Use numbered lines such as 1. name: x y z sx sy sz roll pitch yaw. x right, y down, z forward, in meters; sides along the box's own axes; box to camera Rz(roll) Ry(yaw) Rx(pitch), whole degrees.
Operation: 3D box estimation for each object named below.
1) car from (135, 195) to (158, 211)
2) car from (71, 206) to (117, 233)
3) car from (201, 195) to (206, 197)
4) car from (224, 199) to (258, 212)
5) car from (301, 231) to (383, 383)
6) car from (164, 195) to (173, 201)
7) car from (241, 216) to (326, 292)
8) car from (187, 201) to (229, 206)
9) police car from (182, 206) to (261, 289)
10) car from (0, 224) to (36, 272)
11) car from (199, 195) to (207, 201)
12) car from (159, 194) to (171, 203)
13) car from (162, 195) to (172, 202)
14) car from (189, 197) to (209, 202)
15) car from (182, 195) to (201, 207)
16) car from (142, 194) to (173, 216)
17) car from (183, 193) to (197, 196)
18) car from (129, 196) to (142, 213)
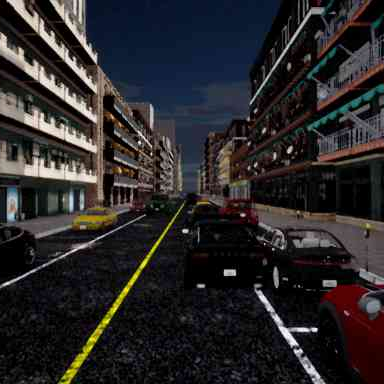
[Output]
1. car: -5.701 1.299 42.491 2.192 1.841 5.009 0 0 0
2. car: -5.695 1.520 19.774 1.752 1.417 4.829 0 0 0
3. car: 2.671 1.493 70.841 1.752 1.417 4.829 0 0 0
4. car: 2.686 1.310 19.944 2.192 1.841 5.009 0 0 0
5. car: 2.690 1.440 3.035 1.967 1.590 4.097 0 0 0
6. car: -5.713 1.505 81.946 1.887 1.381 4.507 0 0 0
7. car: 2.689 1.549 8.670 2.008 1.369 4.403 0 0 0
8. car: 0.815 1.506 19.171 1.837 1.490 4.892 0 0 0
9. police car: 0.752 1.423 9.274 1.930 1.638 5.238 0 0 0
10. car: -5.693 1.564 8.671 1.947 1.339 4.313 0 0 0
11. car: 2.668 1.505 81.944 1.887 1.381 4.507 0 0 0
12. car: -5.709 1.283 70.673 2.192 1.841 5.009 0 0 0
13. car: -5.711 1.405 76.308 1.967 1.590 4.097 0 0 0
14. car: 0.892 1.448 25.358 1.801 1.575 5.366 0 0 0
15. car: 0.003 1.487 46.446 1.837 1.490 4.892 0 0 0
16. car: -3.109 1.213 32.172 2.150 2.045 5.566 0 0 0
17. car: -0.017 1.197 59.744 2.150 2.045 5.566 0 0 0
18. car: -5.700 1.427 36.855 1.967 1.590 4.097 0 0 0
